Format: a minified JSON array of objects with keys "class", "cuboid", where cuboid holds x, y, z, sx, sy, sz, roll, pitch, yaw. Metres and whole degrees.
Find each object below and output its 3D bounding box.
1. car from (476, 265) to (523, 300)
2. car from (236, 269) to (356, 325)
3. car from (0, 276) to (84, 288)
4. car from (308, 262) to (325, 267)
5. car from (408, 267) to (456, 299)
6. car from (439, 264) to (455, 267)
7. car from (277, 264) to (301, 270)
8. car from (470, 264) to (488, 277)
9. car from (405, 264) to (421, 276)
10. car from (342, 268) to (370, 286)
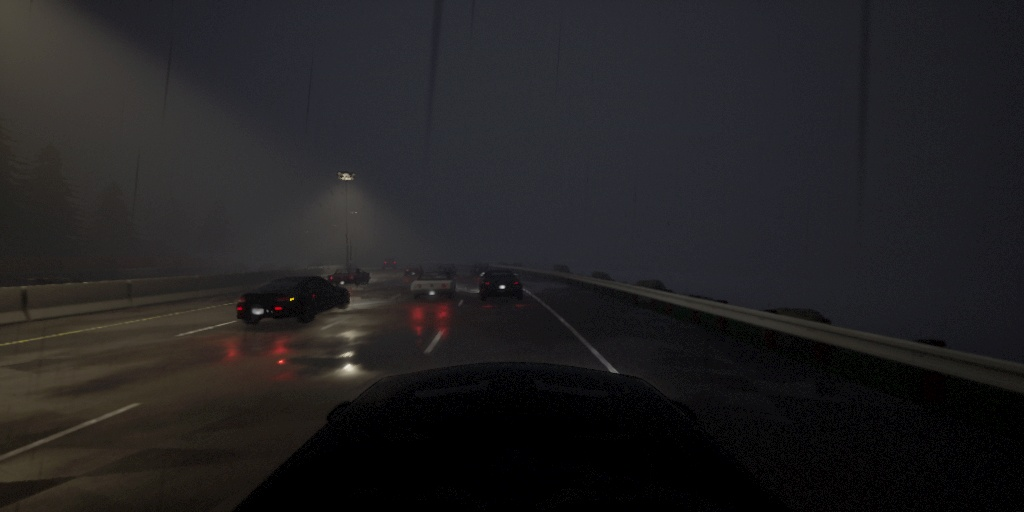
[{"class":"car","cuboid":[-0.636,1.348,17.940,1.994,1.385,4.181,-1,0,-6]},{"class":"car","cuboid":[-7.217,1.376,12.269,1.812,1.442,4.674,0,0,-4]},{"class":"car","cuboid":[-21.777,1.626,16.362,1.895,1.301,4.718,-1,0,-5]},{"class":"car","cuboid":[-30.989,1.695,56.904,2.128,1.511,4.902,-1,0,-19]},{"class":"car","cuboid":[-3.947,1.424,18.778,1.895,1.301,4.718,-1,0,-6]},{"class":"car","cuboid":[-7.154,1.494,39.126,1.895,1.301,4.718,-1,0,-13]},{"class":"car","cuboid":[-34.185,1.830,55.495,1.895,1.301,4.718,-1,0,-20]},{"class":"car","cuboid":[-3.357,1.446,38.097,1.895,1.301,4.718,0,0,-13]},{"class":"car","cuboid":[-10.979,1.540,40.253,1.895,1.301,4.718,-1,0,-14]},{"class":"car","cuboid":[-11.941,1.529,26.640,1.895,1.301,4.718,-1,0,-9]}]
